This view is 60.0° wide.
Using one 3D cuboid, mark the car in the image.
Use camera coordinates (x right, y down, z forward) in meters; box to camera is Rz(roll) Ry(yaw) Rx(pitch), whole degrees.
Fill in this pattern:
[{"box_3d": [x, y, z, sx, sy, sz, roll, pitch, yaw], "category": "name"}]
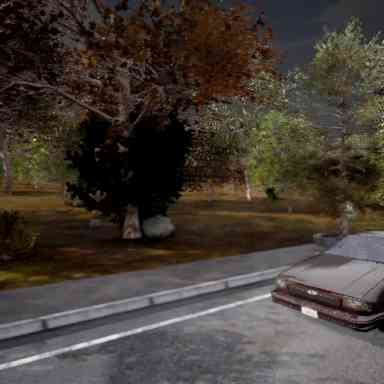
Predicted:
[{"box_3d": [4.048, 1.537, 6.896, 5.357, 1.411, 2.033, 0, 0, -36], "category": "car"}]
